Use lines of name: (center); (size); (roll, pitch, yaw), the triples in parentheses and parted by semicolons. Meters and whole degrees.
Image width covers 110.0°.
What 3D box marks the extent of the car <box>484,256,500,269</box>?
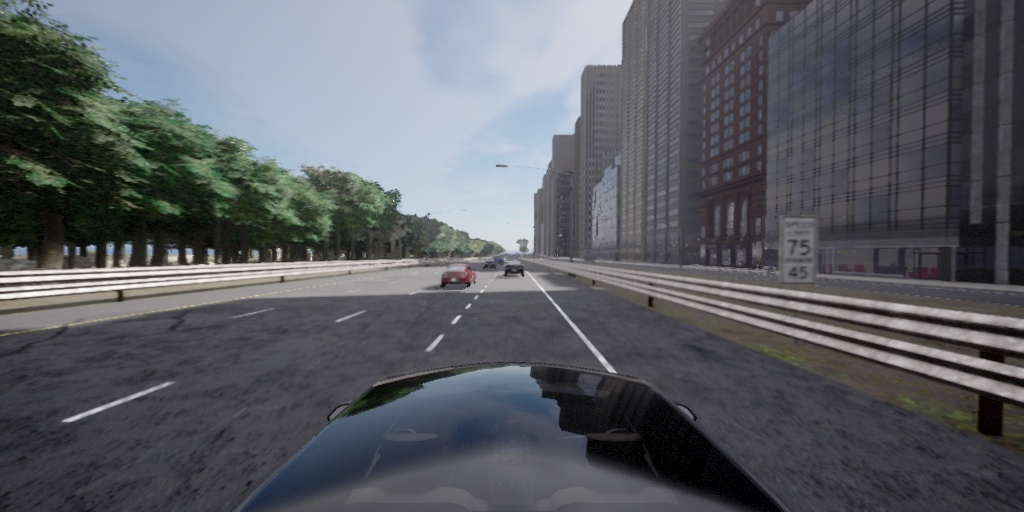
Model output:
car: (-3.343, 1.235, 55.969); (1.837, 1.490, 4.892); (0, 0, 0)

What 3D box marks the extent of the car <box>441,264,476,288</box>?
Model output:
car: (-3.419, 1.243, 23.408); (1.812, 1.442, 4.674); (0, 0, 0)

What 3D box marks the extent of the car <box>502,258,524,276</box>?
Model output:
car: (0.234, 1.221, 37.111); (1.882, 1.535, 5.008); (0, 0, 0)
